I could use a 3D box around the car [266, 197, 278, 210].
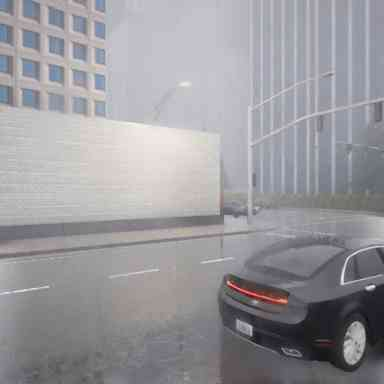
[{"bbox_3d":[8.775,1.408,42.719,2.097,1.767,4.553,0,0,-36],"label":"car"}]

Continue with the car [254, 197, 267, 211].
[{"bbox_3d":[5.160,1.547,35.407,2.128,1.511,4.902,0,0,-36],"label":"car"}]

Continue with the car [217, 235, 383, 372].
[{"bbox_3d":[2.658,1.505,5.696,4.892,1.490,1.837,0,0,-35],"label":"car"}]

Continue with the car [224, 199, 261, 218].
[{"bbox_3d":[3.599,1.603,31.575,2.033,1.411,5.357,0,0,-36],"label":"car"}]
